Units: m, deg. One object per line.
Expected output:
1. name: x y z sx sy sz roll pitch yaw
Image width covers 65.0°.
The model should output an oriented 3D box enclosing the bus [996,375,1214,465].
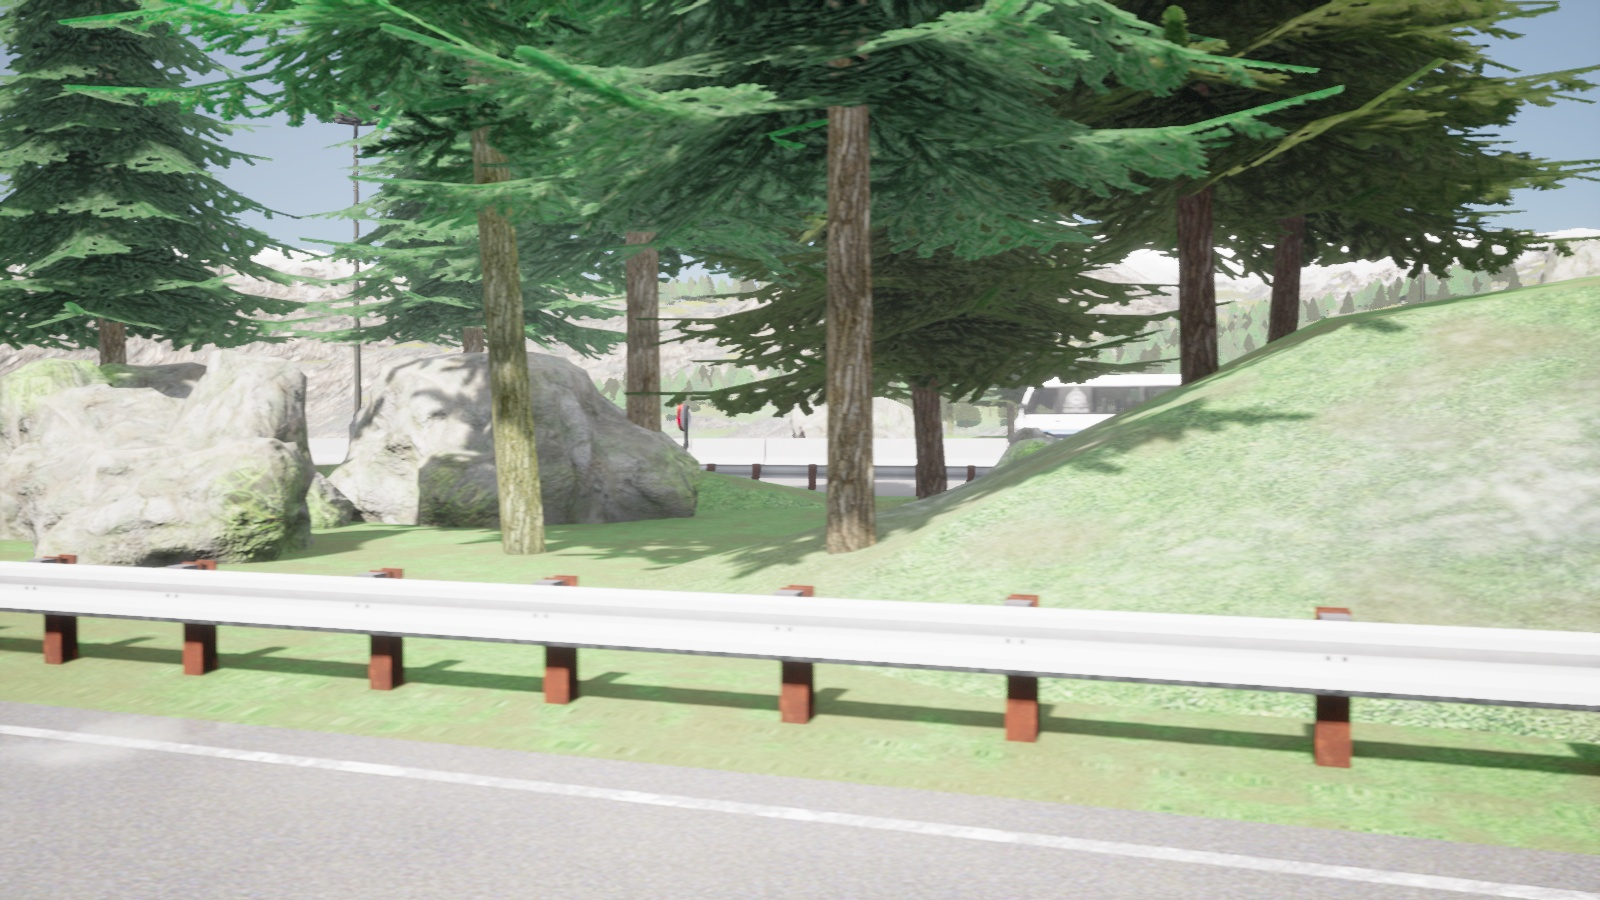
1. bus: 15.357 -1.515 63.238 10.273 4.253 3.944 1 1 19
